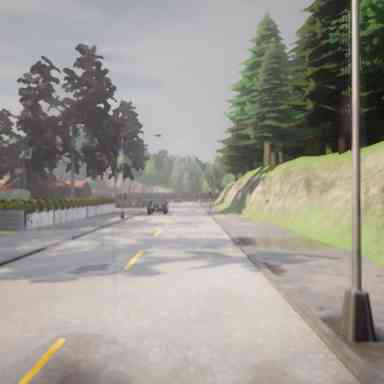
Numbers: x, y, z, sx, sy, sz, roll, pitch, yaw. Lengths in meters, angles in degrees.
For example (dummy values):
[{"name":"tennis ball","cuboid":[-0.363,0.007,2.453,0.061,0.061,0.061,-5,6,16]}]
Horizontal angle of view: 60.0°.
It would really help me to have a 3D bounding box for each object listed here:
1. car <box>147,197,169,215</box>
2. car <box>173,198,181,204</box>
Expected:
[{"name":"car","cuboid":[-3.998,1.596,39.690,2.150,2.045,5.566,0,-1,0]},{"name":"car","cuboid":[-3.993,2.441,90.482,1.994,1.385,4.181,0,-1,0]}]
